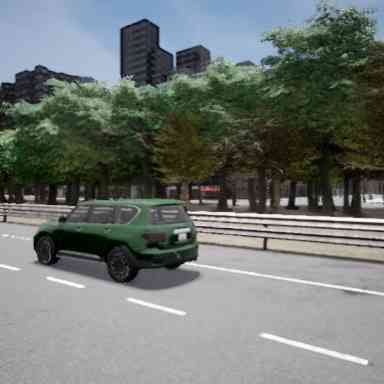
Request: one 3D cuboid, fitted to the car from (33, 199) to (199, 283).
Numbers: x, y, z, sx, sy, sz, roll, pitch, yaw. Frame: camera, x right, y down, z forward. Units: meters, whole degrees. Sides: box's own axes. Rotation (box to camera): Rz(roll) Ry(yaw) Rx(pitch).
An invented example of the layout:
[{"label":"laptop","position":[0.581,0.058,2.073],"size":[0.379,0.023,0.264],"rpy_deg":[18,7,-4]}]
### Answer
[{"label":"car","position":[-2.419,1.222,9.896],"size":[5.566,2.045,2.150],"rpy_deg":[0,0,36]}]
